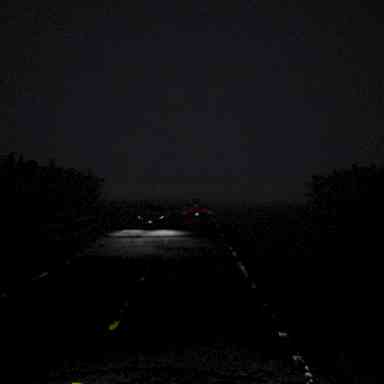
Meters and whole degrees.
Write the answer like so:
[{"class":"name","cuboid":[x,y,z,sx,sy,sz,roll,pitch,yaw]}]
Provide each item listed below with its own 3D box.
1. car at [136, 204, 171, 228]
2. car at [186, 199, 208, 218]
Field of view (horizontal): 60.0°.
[{"class":"car","cuboid":[-2.455,1.513,22.108,1.812,1.442,4.674,0,0,1]},{"class":"car","cuboid":[0.470,1.585,30.321,1.895,1.301,4.718,0,0,1]}]
